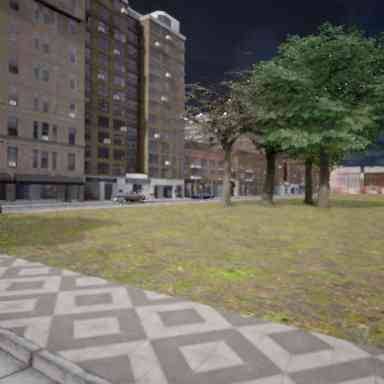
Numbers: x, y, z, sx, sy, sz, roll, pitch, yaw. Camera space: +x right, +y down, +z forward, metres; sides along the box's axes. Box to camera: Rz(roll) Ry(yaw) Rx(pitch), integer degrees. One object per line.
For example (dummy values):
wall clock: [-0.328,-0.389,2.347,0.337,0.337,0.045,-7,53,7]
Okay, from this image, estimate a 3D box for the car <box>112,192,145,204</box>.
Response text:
car: [-8.264,0.781,43.789,2.128,1.511,4.902,1,1,36]

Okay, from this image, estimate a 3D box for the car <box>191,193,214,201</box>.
car: [1.877,0.831,57.852,1.895,1.301,4.718,1,1,35]
